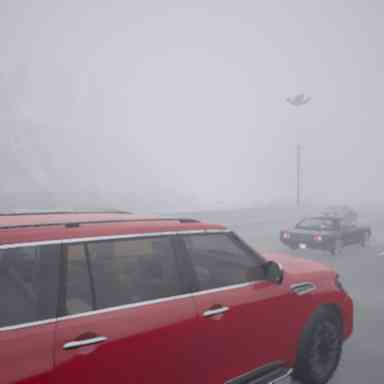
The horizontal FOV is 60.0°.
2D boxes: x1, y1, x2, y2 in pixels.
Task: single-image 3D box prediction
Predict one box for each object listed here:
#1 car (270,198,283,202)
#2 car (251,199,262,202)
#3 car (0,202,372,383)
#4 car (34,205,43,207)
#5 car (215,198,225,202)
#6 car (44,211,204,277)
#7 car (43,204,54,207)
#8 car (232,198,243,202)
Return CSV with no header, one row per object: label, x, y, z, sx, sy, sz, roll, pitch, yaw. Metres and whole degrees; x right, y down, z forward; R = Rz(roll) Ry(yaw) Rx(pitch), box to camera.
car,14.311,1.742,56.457,2.128,1.511,4.902,0,0,14
car,11.979,1.882,61.958,1.895,1.301,4.718,0,0,10
car,-0.497,1.241,3.651,5.566,2.045,2.150,0,0,-37
car,-13.439,1.763,29.343,4.718,1.301,1.895,0,0,-43
car,5.563,1.909,66.137,1.895,1.301,4.718,0,0,8
car,-2.109,1.537,11.318,5.008,1.535,1.882,0,0,-39
car,-9.372,1.699,28.325,5.357,1.411,2.033,0,0,-44
car,9.026,1.828,65.960,1.812,1.442,4.674,0,0,8
